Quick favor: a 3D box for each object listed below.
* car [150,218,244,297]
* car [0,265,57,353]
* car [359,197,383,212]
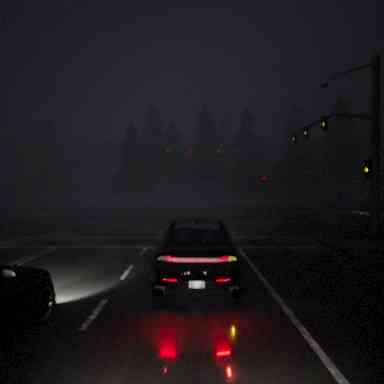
[{"bbox_3d":[0.124,1.403,8.311,2.128,1.511,4.902,0,1,1],"label":"car"},{"bbox_3d":[-3.403,1.518,4.246,1.994,1.385,4.181,0,1,0],"label":"car"},{"bbox_3d":[18.702,1.164,31.188,5.357,1.411,2.033,0,1,0],"label":"car"}]
